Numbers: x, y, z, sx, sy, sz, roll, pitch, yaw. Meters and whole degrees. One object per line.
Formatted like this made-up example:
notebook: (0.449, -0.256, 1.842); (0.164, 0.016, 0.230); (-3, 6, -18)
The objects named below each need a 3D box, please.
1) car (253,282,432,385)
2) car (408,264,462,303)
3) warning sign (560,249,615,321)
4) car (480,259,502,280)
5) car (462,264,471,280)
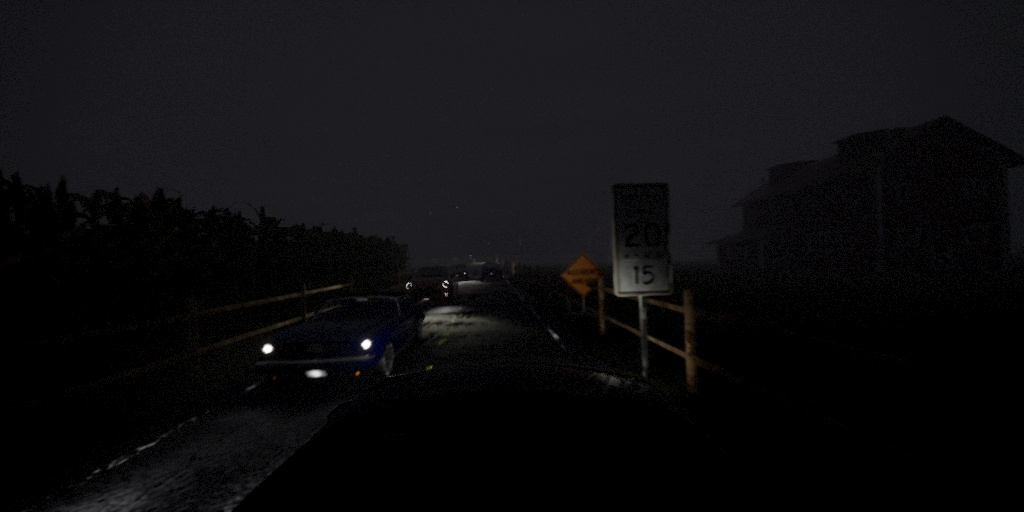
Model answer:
car: (-3.093, 1.461, 7.563); (1.895, 1.301, 4.718); (-2, 0, -4)
car: (-3.776, 1.255, 17.321); (2.097, 1.767, 4.553); (-2, 0, -4)
warning sign: (2.048, 0.816, 10.203); (1.300, 1.860, 1.060); (0, 0, -4)
car: (-1.903, 1.349, 32.772); (1.882, 1.535, 5.008); (-2, 0, -4)
car: (-4.872, 1.474, 33.407); (1.837, 1.490, 4.892); (-2, -1, -4)
